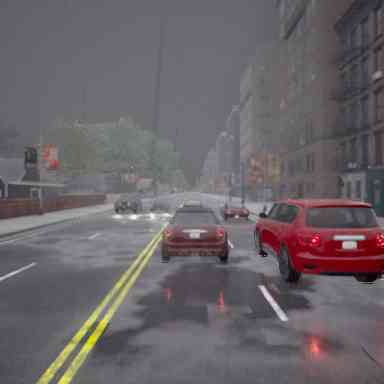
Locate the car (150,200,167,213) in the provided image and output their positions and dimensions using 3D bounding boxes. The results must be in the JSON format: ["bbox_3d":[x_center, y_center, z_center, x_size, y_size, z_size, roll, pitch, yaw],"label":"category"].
[{"bbox_3d":[-3.346,1.489,35.550,1.895,1.301,4.718,0,0,0],"label":"car"}]

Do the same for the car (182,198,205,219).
[{"bbox_3d":[0.092,1.386,29.567,1.882,1.535,5.008,0,0,0],"label":"car"}]

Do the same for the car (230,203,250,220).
[{"bbox_3d":[3.340,1.518,26.867,1.895,1.301,4.718,0,0,0],"label":"car"}]

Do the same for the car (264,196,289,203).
[{"bbox_3d":[16.371,1.372,64.685,4.313,1.339,1.947,0,0,0],"label":"car"}]

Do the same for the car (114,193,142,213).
[{"bbox_3d":[-6.597,1.111,35.064,2.150,2.045,5.566,0,0,0],"label":"car"}]

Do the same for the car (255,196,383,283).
[{"bbox_3d":[3.334,1.195,9.722,2.150,2.045,5.566,0,0,0],"label":"car"}]

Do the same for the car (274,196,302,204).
[{"bbox_3d":[16.377,1.367,56.660,4.206,1.307,1.802,0,0,0],"label":"car"}]

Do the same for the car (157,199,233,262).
[{"bbox_3d":[0.090,1.316,12.119,2.097,1.767,4.553,0,0,0],"label":"car"}]
